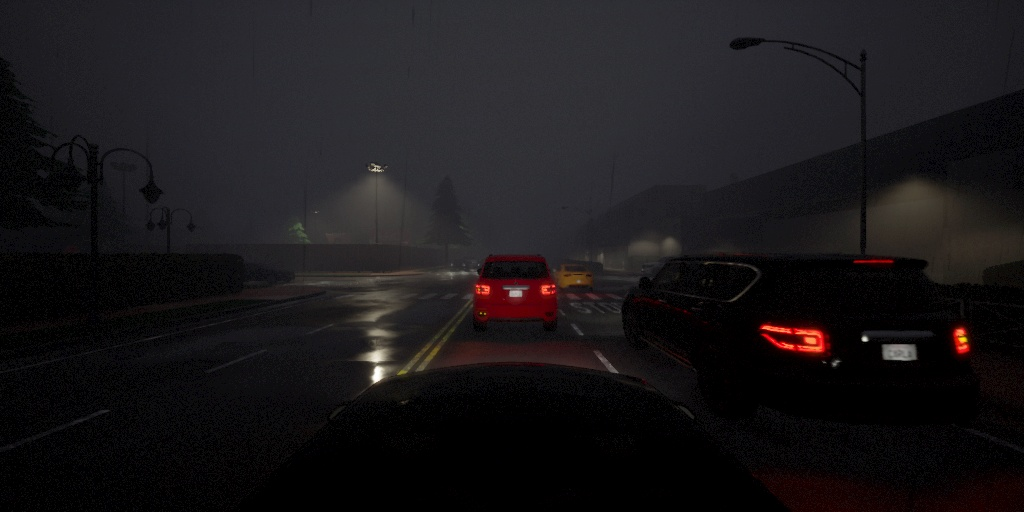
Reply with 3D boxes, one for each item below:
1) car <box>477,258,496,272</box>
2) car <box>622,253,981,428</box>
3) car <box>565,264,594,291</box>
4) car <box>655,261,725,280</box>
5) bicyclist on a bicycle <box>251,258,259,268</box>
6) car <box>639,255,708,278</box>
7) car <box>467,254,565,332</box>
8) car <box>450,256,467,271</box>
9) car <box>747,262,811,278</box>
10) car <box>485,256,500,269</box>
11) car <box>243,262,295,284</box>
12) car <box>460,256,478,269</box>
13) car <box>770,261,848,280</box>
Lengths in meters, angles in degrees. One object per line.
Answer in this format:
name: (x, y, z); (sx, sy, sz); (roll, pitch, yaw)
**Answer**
car: (-3.333, 1.102, 47.331); (2.097, 1.767, 4.553); (0, 0, 1)
car: (3.606, 0.973, 5.990); (2.150, 2.045, 5.566); (0, 0, 1)
car: (3.636, 1.227, 21.937); (1.882, 1.535, 5.008); (0, 0, 0)
car: (15.006, 1.228, 30.466); (5.008, 1.535, 1.882); (0, 0, 0)
bicyclist on a bicycle: (-25.137, 1.037, 35.230); (0.582, 1.620, 1.656); (0, 0, 0)
car: (15.177, 0.972, 33.983); (5.566, 2.045, 2.150); (0, 0, 1)
car: (0.071, 0.971, 11.044); (2.150, 2.045, 5.566); (0, 0, 0)
car: (-6.832, 1.102, 47.454); (2.097, 1.767, 4.553); (0, 0, 1)
car: (25.203, 1.276, 33.918); (4.674, 1.442, 1.812); (0, 0, 0)
car: (-3.193, 0.975, 58.960); (2.150, 2.045, 5.566); (0, 0, 0)
car: (-18.605, 1.211, 26.231); (5.008, 1.535, 1.882); (0, 0, 0)
car: (-6.724, 0.970, 56.676); (2.150, 2.045, 5.566); (0, 0, 1)
car: (25.109, 1.228, 30.432); (5.008, 1.535, 1.882); (0, 0, 0)
